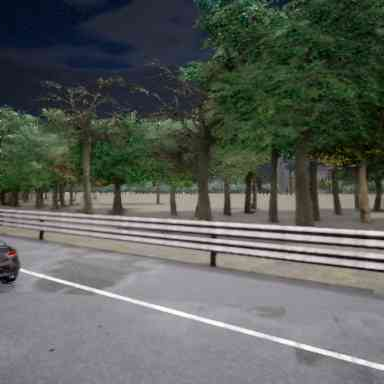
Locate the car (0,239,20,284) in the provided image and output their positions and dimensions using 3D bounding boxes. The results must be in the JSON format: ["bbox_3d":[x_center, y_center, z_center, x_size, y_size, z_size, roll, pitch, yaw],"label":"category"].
[{"bbox_3d":[-6.145,1.580,8.535,4.674,1.442,1.812,0,0,38],"label":"car"}]
